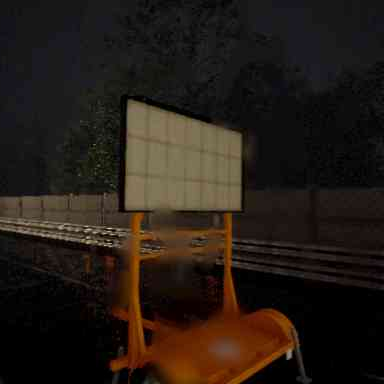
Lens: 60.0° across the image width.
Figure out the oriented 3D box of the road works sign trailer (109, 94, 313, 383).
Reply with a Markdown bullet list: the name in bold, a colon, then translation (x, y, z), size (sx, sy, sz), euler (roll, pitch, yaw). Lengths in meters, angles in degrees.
- **road works sign trailer**: translation (-0.170, 0.686, 4.641), size (2.880, 3.560, 2.380), euler (-1, -4, 42)
